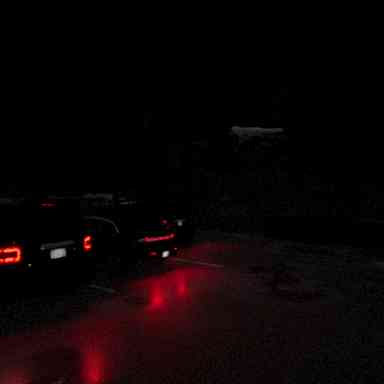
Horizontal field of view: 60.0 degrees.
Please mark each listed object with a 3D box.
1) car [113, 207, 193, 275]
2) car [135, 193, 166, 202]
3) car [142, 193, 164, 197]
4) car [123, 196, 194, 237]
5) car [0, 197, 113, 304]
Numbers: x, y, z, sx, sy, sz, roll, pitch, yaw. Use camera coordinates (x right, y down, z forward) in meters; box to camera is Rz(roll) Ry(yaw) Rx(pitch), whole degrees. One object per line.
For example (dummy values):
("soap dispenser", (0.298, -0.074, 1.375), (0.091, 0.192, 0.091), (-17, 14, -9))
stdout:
("car", (-2.661, 1.385, 10.150), (4.902, 1.511, 2.128), (1, 1, 36))
("car", (-6.942, 0.907, 55.881), (4.892, 1.490, 1.837), (0, 0, -37))
("car", (-6.860, 1.012, 51.467), (4.181, 1.385, 1.994), (0, 1, -39))
("car", (-2.200, 1.220, 14.118), (4.553, 1.767, 2.097), (1, 1, 35))
("car", (-4.543, 1.117, 7.222), (5.566, 2.045, 2.150), (1, 1, 33))
